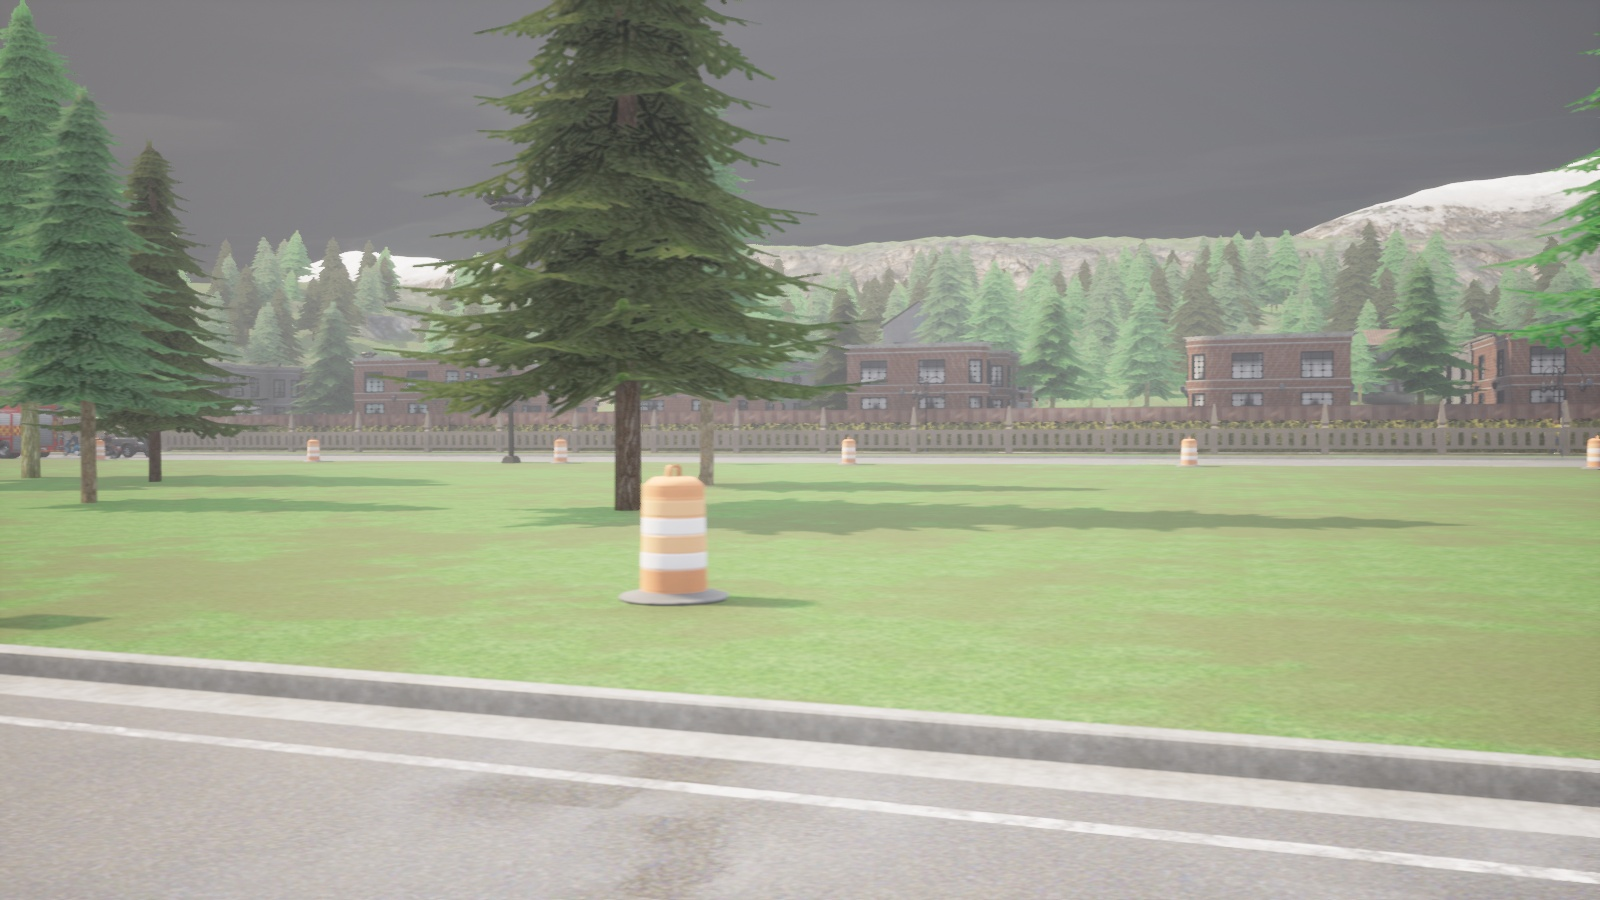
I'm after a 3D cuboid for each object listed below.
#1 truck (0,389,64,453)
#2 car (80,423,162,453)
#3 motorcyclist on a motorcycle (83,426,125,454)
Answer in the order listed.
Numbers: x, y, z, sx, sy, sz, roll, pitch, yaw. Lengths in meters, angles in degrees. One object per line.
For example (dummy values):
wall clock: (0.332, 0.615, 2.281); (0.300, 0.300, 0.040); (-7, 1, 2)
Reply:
truck: (-49.866, -1.765, 77.370); (8.468, 3.827, 2.891); (1, 1, 18)
car: (-42.502, -0.776, 78.617); (4.605, 1.855, 1.932); (1, 1, 19)
motorcyclist on a motorcycle: (-41.315, -0.572, 74.536); (2.350, 1.649, 0.766); (0, 1, 18)
